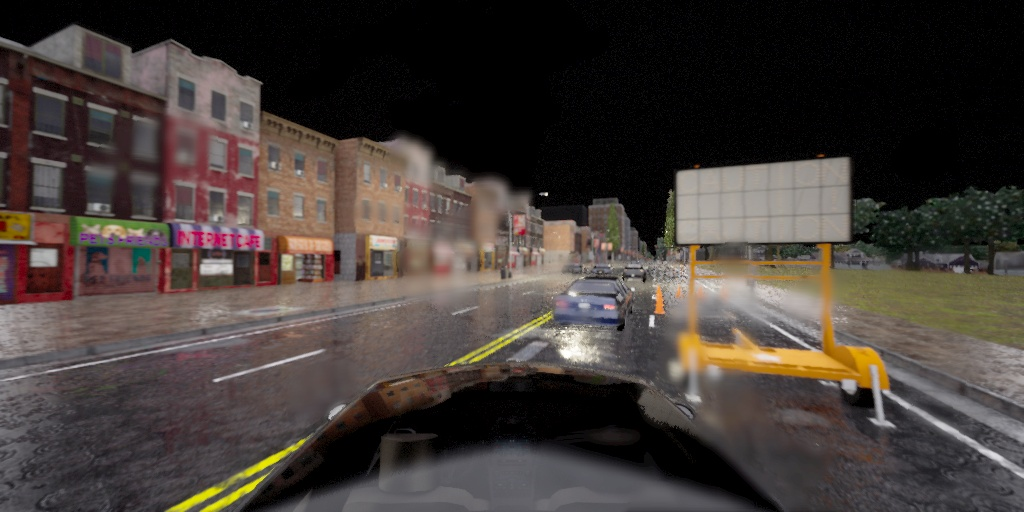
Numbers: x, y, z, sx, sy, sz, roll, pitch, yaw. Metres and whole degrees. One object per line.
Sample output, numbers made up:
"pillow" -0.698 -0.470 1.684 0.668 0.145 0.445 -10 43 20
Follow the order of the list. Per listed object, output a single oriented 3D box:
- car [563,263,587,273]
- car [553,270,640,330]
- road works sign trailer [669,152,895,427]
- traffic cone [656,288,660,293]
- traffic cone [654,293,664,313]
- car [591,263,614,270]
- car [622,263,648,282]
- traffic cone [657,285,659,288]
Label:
"car" 7.072 1.447 40.046 1.994 1.385 4.181 0 0 22
"car" 2.778 1.332 11.372 2.033 1.411 5.357 0 0 22
"road works sign trailer" 3.984 0.224 5.916 2.380 3.560 2.880 0 0 22
"traffic cone" 6.055 1.747 14.782 0.340 0.580 0.340 0 0 22
"traffic cone" 5.310 1.741 12.926 0.340 0.580 0.340 0 0 22
"car" 9.454 1.433 37.258 1.994 1.385 4.181 0 0 22
"car" 10.411 1.334 30.389 2.128 1.511 4.902 0 0 22
"traffic cone" 6.800 1.753 16.638 0.340 0.580 0.340 0 0 22
